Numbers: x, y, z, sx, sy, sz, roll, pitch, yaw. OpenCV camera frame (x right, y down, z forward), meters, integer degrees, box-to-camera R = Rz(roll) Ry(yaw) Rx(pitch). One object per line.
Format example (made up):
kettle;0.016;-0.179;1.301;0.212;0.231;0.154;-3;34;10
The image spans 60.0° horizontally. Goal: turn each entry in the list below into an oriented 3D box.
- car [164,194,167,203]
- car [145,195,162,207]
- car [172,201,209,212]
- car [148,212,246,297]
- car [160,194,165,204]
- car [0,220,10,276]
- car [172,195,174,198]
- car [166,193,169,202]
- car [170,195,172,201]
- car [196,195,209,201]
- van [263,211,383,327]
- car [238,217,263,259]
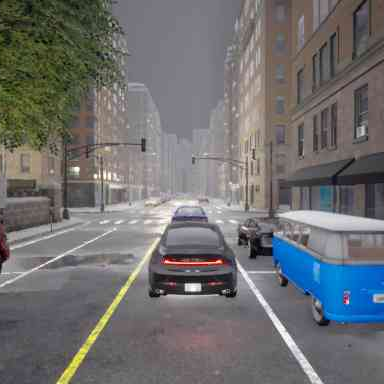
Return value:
car;-6.142;1.514;61.265;1.887;1.381;4.507;0;0;0
car;-6.056;1.498;50.194;1.752;1.417;4.829;0;0;0
car;-0.103;1.472;18.020;1.882;1.535;5.008;0;0;0
car;0.009;1.503;8.525;1.837;1.490;4.892;0;0;0
car;-6.099;1.521;55.814;2.008;1.369;4.403;0;0;0
car;-5.716;1.314;6.676;2.192;1.841;5.009;0;0;0
car;-6.313;1.289;83.068;2.192;1.841;5.009;0;0;0
car;-6.185;1.514;66.716;1.887;1.381;4.507;0;0;0
car;-6.270;1.523;77.617;2.008;1.369;4.403;0;0;0
car;2.339;1.409;66.818;1.967;1.590;4.097;0;0;0
van;2.808;1.340;6.783;1.690;1.788;3.998;0;0;0
car;2.765;1.563;12.443;1.947;1.339;4.313;0;0;0
